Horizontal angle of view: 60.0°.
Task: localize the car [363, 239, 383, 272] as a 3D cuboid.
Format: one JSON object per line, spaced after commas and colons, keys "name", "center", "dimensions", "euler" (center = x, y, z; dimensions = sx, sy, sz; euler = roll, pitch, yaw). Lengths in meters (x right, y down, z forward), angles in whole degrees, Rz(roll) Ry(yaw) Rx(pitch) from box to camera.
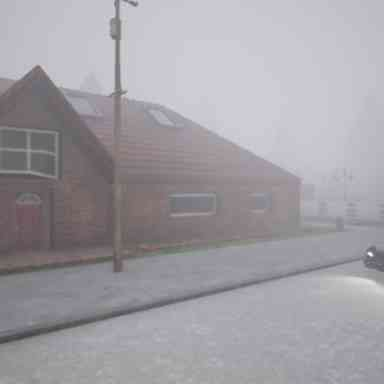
{"name": "car", "center": [7.142, 1.518, 9.598], "dimensions": [5.357, 1.411, 2.033], "euler": [0, 0, -35]}
